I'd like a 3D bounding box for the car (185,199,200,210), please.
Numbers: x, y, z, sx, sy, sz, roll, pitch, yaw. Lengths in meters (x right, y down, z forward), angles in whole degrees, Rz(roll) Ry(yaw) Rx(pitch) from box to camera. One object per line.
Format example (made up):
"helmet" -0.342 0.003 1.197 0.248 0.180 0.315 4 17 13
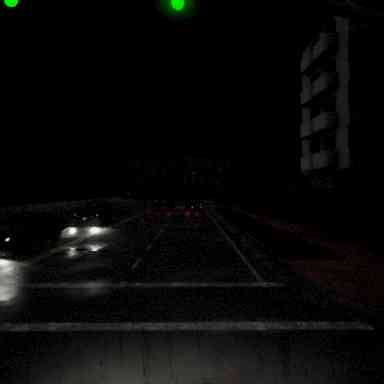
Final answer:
"car" 0.055 1.622 43.955 1.895 1.301 4.718 0 0 0

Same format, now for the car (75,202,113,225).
"car" -7.078 1.517 24.279 1.837 1.490 4.892 0 0 0

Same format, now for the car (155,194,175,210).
"car" -3.452 1.246 43.259 2.150 2.045 5.566 0 0 0

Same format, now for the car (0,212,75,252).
"car" -7.083 1.555 14.133 2.033 1.411 5.357 0 0 0
